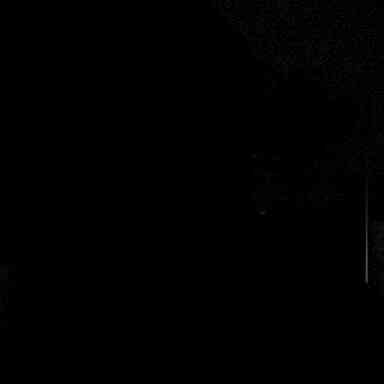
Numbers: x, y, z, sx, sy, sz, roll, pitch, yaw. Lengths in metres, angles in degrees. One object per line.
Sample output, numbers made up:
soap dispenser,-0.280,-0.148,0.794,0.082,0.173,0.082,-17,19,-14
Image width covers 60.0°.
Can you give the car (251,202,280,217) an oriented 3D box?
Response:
car,7.303,1.855,36.644,1.882,1.535,5.008,0,-1,-35
